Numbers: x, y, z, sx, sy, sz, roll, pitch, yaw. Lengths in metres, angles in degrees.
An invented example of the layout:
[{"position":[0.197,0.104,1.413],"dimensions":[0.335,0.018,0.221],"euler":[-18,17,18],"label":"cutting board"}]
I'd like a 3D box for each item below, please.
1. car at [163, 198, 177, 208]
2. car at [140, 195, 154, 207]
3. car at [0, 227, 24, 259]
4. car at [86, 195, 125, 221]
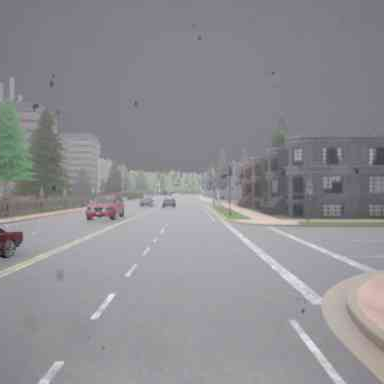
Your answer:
[{"position":[-3.395,1.573,50.525],"dimensions":[2.128,1.511,4.902],"euler":[0,0,0],"label":"car"},{"position":[-7.004,1.592,52.097],"dimensions":[1.837,1.490,4.892],"euler":[0,-1,0],"label":"car"},{"position":[-7.099,1.617,9.975],"dimensions":[1.895,1.301,4.718],"euler":[0,0,0],"label":"car"},{"position":[-7.096,1.266,27.851],"dimensions":[2.150,2.045,5.566],"euler":[0,0,0],"label":"car"}]
